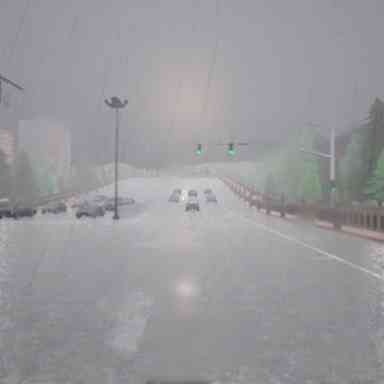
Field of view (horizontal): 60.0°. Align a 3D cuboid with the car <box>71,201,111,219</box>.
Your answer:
[{"bbox_3d":[-10.596,2.008,35.214,2.033,1.411,5.357,0,-1,0],"label":"car"}]

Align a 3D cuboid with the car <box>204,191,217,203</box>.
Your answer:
[{"bbox_3d":[3.655,1.203,62.156,2.033,1.411,5.357,0,5,0],"label":"car"}]

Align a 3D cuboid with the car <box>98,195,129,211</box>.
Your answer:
[{"bbox_3d":[-10.580,1.722,45.377,2.150,2.045,5.566,0,1,0],"label":"car"}]

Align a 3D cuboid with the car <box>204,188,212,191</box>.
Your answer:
[{"bbox_3d":[3.630,-0.221,76.008,1.895,1.301,4.718,0,6,0],"label":"car"}]

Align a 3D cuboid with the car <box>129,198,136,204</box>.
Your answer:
[{"bbox_3d":[-10.559,1.712,55.322,1.994,1.385,4.181,0,3,0],"label":"car"}]

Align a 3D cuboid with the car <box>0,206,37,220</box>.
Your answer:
[{"bbox_3d":[-17.637,2.045,33.578,1.895,1.301,4.718,0,-1,1],"label":"car"}]

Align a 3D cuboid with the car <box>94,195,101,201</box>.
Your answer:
[{"bbox_3d":[-17.465,1.229,61.998,2.033,1.411,5.357,0,5,1],"label":"car"}]

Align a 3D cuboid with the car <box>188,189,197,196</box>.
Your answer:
[{"bbox_3d":[0.121,0.001,73.683,1.994,1.385,4.181,0,6,0],"label":"car"}]

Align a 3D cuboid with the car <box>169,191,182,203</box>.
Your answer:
[{"bbox_3d":[-3.346,1.234,61.836,2.033,1.411,5.357,0,5,0],"label":"car"}]

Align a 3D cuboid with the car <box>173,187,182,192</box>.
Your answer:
[{"bbox_3d":[-3.370,-0.312,76.004,1.837,1.490,4.892,0,6,0],"label":"car"}]

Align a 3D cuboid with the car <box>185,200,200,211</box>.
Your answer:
[{"bbox_3d":[0.088,1.934,49.491,1.812,1.442,4.674,0,2,0],"label":"car"}]

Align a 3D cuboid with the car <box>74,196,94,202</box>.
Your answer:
[{"bbox_3d":[-17.565,1.808,52.776,1.812,1.442,4.674,0,3,0],"label":"car"}]

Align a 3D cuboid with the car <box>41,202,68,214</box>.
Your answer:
[{"bbox_3d":[-17.591,2.031,42.779,1.837,1.490,4.892,0,0,0],"label":"car"}]
